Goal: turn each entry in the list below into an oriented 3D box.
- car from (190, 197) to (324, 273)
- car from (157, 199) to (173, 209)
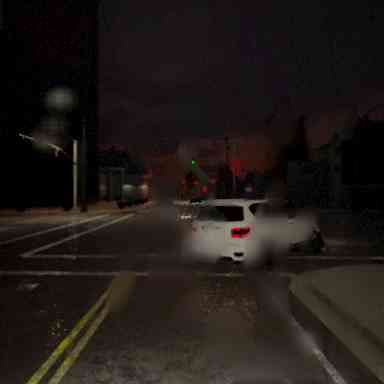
[{"bbox_3d":[2.304,1.236,11.063,2.150,2.045,5.566,-3,-2,41],"label":"car"},{"bbox_3d":[-3.593,1.607,45.145,1.994,1.385,4.181,0,0,0],"label":"car"}]
